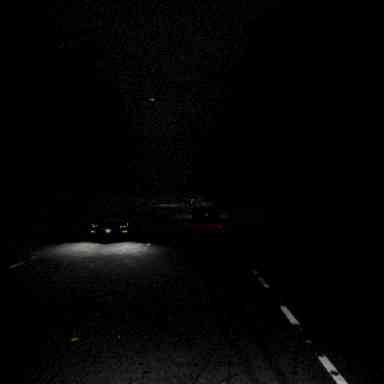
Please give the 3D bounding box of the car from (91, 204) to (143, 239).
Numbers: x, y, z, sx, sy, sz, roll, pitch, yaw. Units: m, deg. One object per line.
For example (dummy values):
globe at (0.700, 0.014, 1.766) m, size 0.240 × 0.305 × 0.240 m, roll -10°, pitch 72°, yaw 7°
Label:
car at (-3.644, 1.419, 16.816) m, size 1.837 × 1.490 × 4.892 m, roll 0°, pitch 0°, yaw 0°

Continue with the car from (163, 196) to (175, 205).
car at (-4.124, 1.437, 60.089) m, size 1.882 × 1.535 × 5.008 m, roll 0°, pitch 0°, yaw -1°

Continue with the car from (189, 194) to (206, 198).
car at (0.847, 1.335, 34.922) m, size 1.801 × 1.575 × 5.366 m, roll -1°, pitch 0°, yaw -1°

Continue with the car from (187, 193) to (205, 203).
car at (0.765, 1.104, 40.774) m, size 2.150 × 2.045 × 5.566 m, roll -1°, pitch 0°, yaw -1°

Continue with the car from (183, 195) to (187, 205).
car at (-0.531, 1.445, 58.165) m, size 2.128 × 1.511 × 4.902 m, roll 0°, pitch 0°, yaw -1°

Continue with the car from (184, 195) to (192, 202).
car at (-0.912, 1.407, 75.672) m, size 1.812 × 1.442 × 4.674 m, roll 0°, pitch 0°, yaw -1°

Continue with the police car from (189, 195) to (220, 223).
police car at (0.958, 1.320, 24.828) m, size 1.930 × 1.638 × 5.238 m, roll 0°, pitch 0°, yaw 0°
